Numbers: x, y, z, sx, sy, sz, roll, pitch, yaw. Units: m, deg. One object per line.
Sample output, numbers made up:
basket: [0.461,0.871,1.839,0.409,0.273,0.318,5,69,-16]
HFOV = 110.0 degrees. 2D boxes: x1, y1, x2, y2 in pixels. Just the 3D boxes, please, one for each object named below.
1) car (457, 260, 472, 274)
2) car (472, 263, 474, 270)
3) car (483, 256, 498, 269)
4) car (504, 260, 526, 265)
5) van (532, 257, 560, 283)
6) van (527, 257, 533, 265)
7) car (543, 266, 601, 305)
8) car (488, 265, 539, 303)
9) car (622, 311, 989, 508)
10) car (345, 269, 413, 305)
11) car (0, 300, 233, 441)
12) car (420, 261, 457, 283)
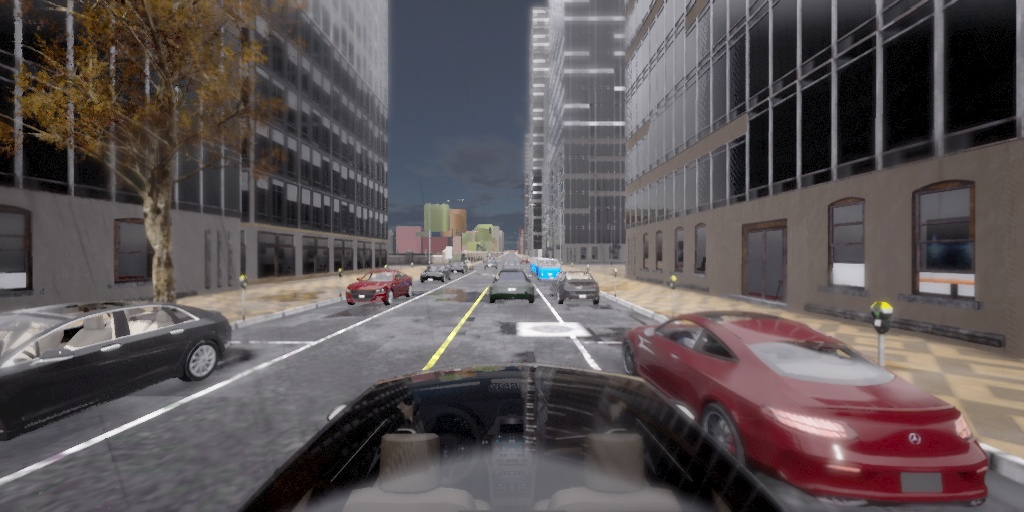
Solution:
car: [-5.771,1.225,38.632,1.948,1.339,4.313,0,0,0]
car: [-5.819,1.151,45.866,1.751,1.417,4.829,0,0,0]
car: [-3.000,1.123,51.497,2.128,1.511,4.902,0,0,0]
car: [0.000,1.309,31.527,1.895,1.301,4.718,0,0,0]
van: [2.691,1.049,27.236,1.690,1.789,3.998,0,0,0]
van: [2.772,1.000,38.633,1.690,1.789,3.998,0,0,0]
car: [2.690,1.289,15.829,2.007,1.370,4.403,0,0,0]
car: [0.000,1.311,16.499,1.994,1.385,4.181,0,0,0]
car: [2.690,1.329,4.427,1.802,1.307,4.207,0,0,0]
car: [-5.690,1.284,15.829,1.888,1.381,4.507,0,0,0]
car: [-5.690,1.297,4.428,2.007,1.370,4.403,0,0,0]
car: [-5.690,1.274,27.235,1.948,1.339,4.313,0,0,0]
